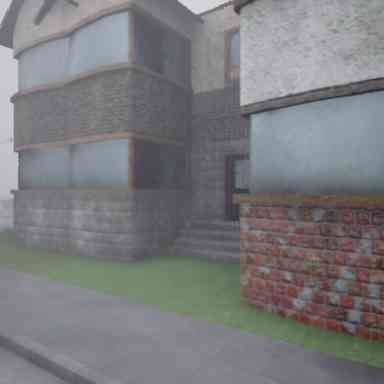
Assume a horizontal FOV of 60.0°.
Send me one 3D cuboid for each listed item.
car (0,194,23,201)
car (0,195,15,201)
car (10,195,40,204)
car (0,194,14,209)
[{"bbox_3d":[-43.784,1.387,79.915,2.152,1.636,5.027,0,0,35],"label":"car"},{"bbox_3d":[-46.368,1.397,81.694,2.007,1.523,4.514,0,0,35],"label":"car"},{"bbox_3d":[-30.486,1.343,60.951,2.007,1.523,4.514,0,0,35],"label":"car"},{"bbox_3d":[-20.921,1.334,40.957,2.007,1.523,4.514,0,0,35],"label":"car"}]
